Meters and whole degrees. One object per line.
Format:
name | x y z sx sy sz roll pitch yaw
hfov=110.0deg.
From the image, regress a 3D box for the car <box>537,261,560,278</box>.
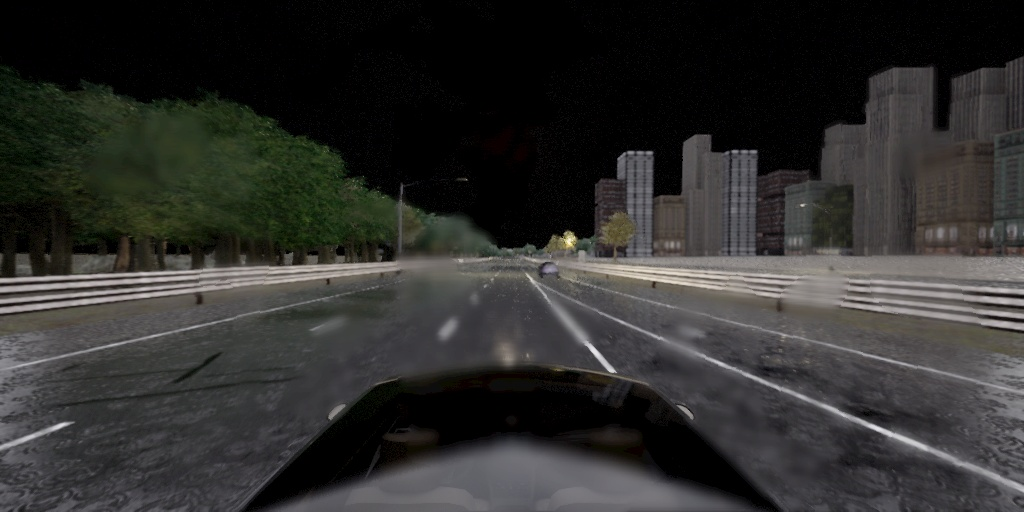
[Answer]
car | 3.613 1.335 35.765 2.033 1.649 4.856 0 0 -1
